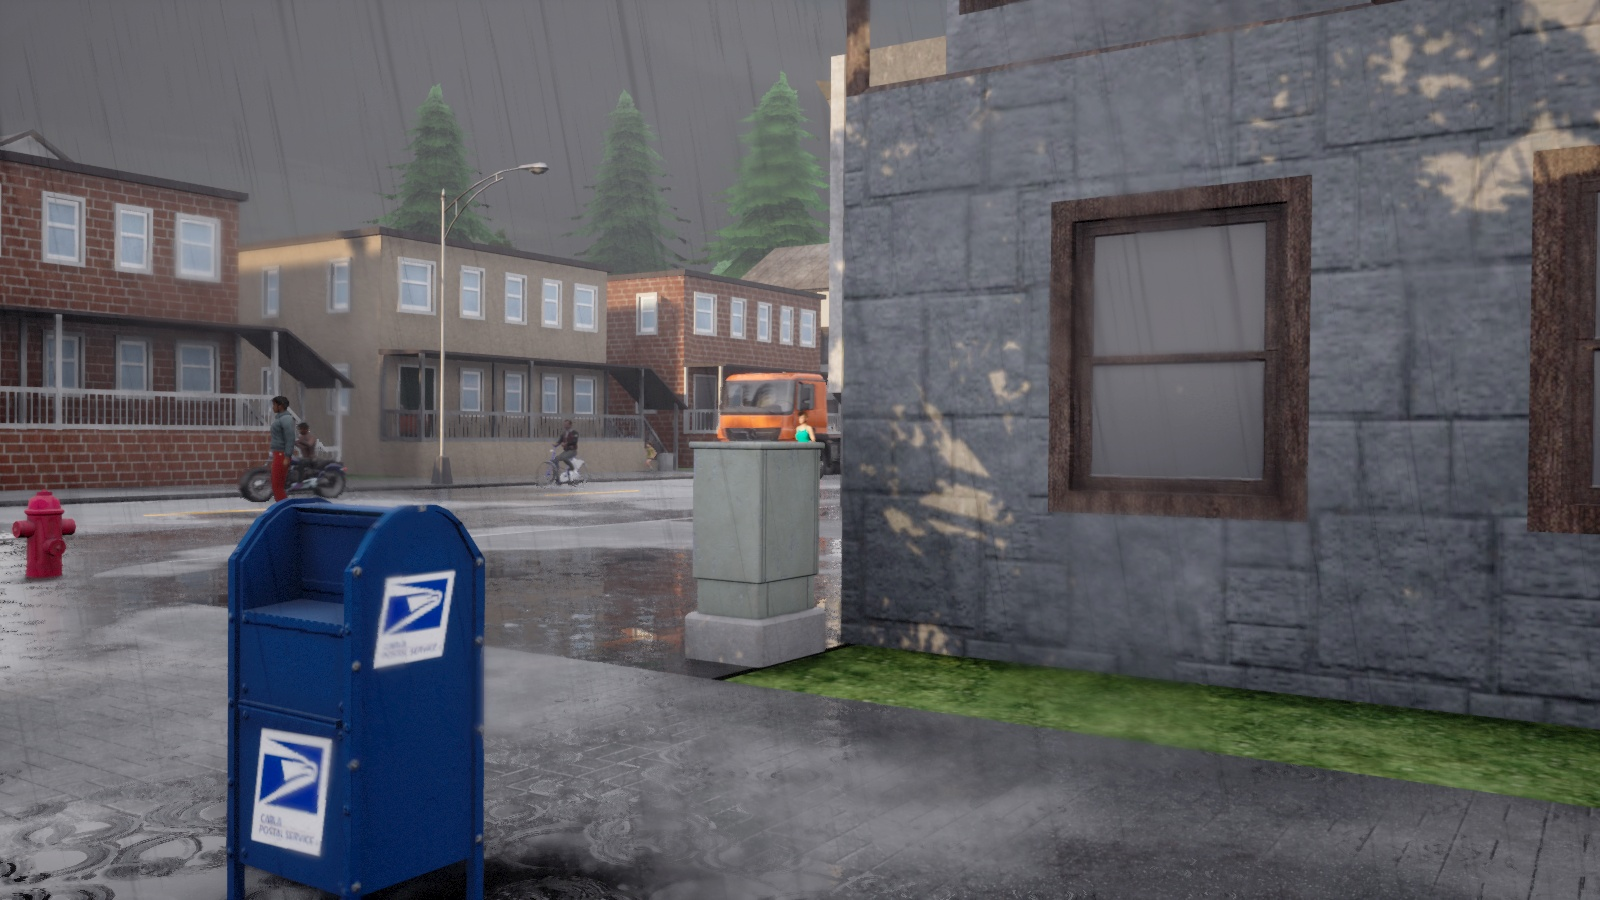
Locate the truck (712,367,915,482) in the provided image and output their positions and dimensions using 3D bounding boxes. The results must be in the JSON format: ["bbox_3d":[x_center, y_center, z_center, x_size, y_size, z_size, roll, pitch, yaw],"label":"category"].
[{"bbox_3d":[0.650,-0.829,41.955,2.891,3.462,7.936,0,1,33],"label":"truck"}]

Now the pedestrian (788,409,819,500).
[{"bbox_3d":[0.071,0.089,25.718,0.345,1.836,0.594,0,1,37],"label":"pedestrian"}]

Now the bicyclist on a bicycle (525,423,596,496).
[{"bbox_3d":[-6.052,0.222,31.823,0.659,1.776,1.843,0,1,33],"label":"bicyclist on a bicycle"}]

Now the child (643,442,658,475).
[{"bbox_3d":[-5.023,0.290,42.216,0.255,1.110,0.394,0,1,45],"label":"child"}]

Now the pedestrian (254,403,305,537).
[{"bbox_3d":[-7.312,0.267,17.629,0.614,1.847,0.353,-1,1,-26],"label":"pedestrian"}]

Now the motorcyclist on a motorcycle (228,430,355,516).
[{"bbox_3d":[-10.266,0.427,25.453,0.766,1.649,2.350,0,1,33],"label":"motorcyclist on a motorcycle"}]
